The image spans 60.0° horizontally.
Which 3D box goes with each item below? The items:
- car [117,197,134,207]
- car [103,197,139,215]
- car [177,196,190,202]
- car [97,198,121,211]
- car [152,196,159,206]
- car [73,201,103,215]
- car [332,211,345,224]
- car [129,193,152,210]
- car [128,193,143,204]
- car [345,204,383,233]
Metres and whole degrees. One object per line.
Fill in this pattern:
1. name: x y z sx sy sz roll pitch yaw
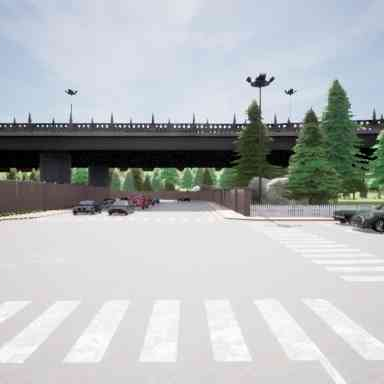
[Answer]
1. car: -10.532 1.526 52.756 1.812 1.442 4.674 0 0 0
2. car: -7.038 1.547 33.583 2.033 1.411 5.357 0 0 0
3. car: -1.897 1.553 75.220 1.994 1.385 4.181 0 0 -19
4. car: -10.538 1.526 42.575 1.812 1.442 4.674 0 0 0
5. car: -7.038 1.564 53.765 1.994 1.385 4.181 0 0 0
6. car: -10.564 1.564 33.860 1.994 1.385 4.181 0 0 0
7. car: 11.988 1.545 22.199 4.718 1.301 1.895 0 0 2
8. car: -7.039 1.221 43.757 2.150 2.045 5.566 0 0 0
9. car: -10.681 1.221 63.464 2.150 2.045 5.566 0 0 -3
10. car: 11.484 1.297 18.691 4.553 1.767 2.097 0 0 2
